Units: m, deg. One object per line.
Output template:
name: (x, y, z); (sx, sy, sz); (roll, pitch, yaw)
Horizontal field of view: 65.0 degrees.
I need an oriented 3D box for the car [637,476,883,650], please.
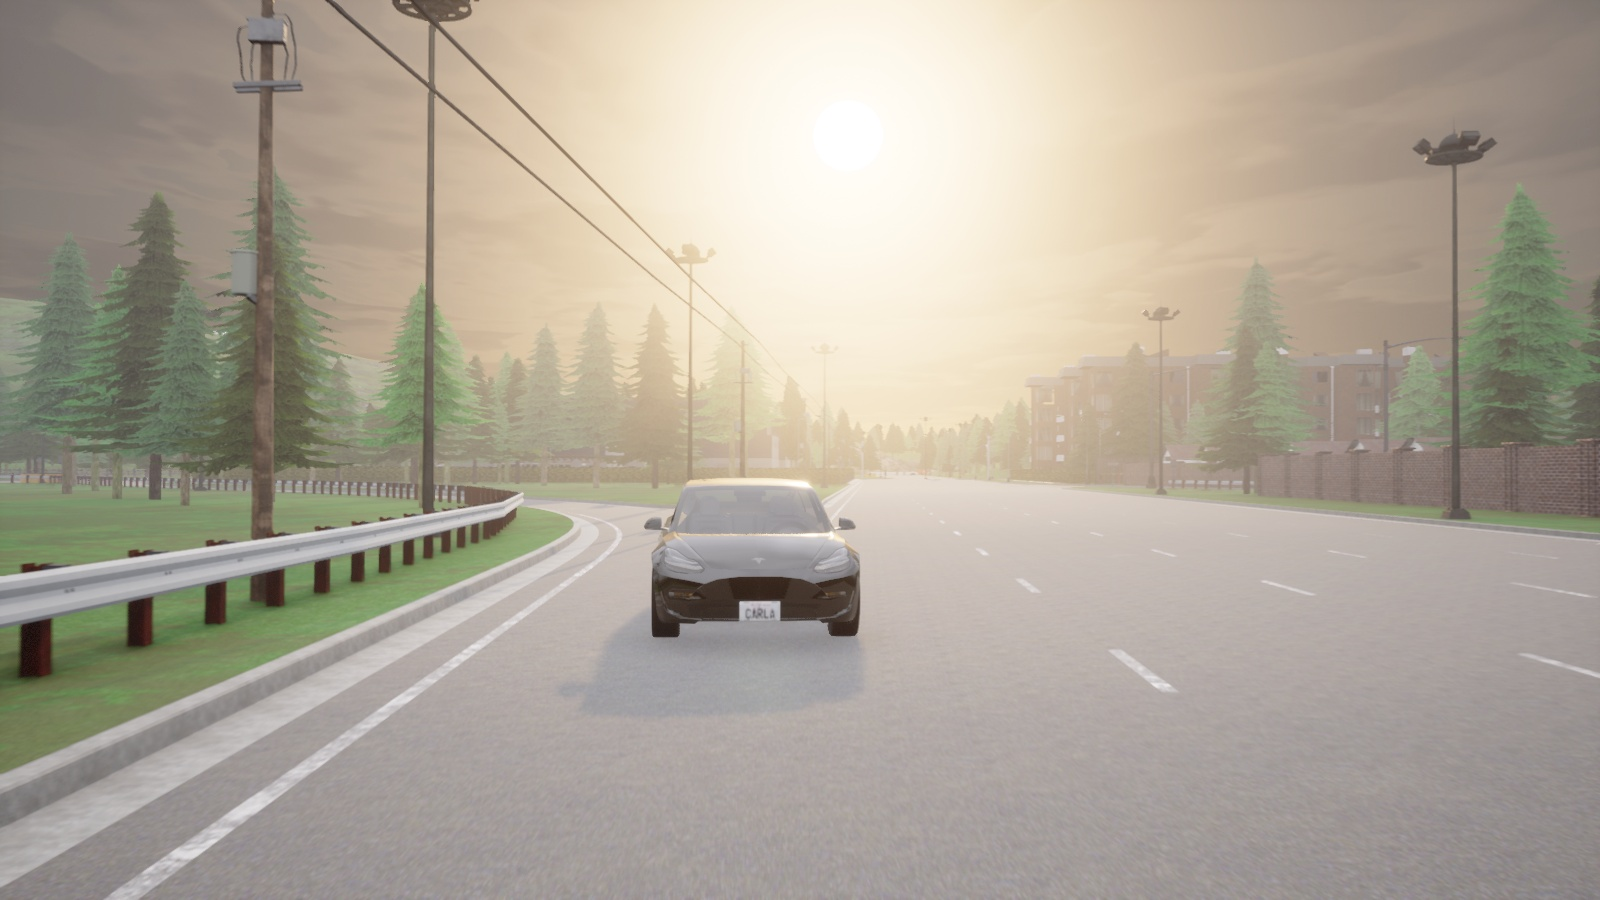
car: (-0.555, 1.042, 13.439); (2.163, 1.488, 4.792); (0, -1, -5)
